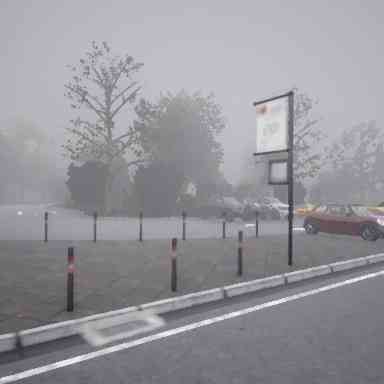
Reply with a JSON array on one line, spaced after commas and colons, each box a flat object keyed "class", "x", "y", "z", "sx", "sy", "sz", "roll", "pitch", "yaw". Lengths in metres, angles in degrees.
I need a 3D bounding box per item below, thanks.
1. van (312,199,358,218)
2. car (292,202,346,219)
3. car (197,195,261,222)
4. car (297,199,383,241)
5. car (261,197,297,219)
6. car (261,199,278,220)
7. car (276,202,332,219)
[{"class": "van", "x": 16.209, "y": 1.844, "z": 37.792, "sx": 1.878, "sy": 1.987, "sz": 4.442, "roll": 3, "pitch": -1, "yaw": -36}, {"class": "car", "x": 13.760, "y": 1.965, "z": 36.401, "sx": 1.946, "sy": 1.575, "sz": 5.366, "roll": 3, "pitch": -1, "yaw": -36}, {"class": "car", "x": 2.677, "y": 1.321, "z": 28.129, "sx": 2.435, "sy": 2.045, "sz": 5.566, "roll": 2, "pitch": -1, "yaw": -36}, {"class": "car", "x": 8.098, "y": 1.397, "z": 16.977, "sx": 2.185, "sy": 1.767, "sz": 4.553, "roll": 2, "pitch": -1, "yaw": -36}, {"class": "car", "x": 7.094, "y": 1.453, "z": 31.340, "sx": 2.435, "sy": 2.045, "sz": 5.566, "roll": 2, "pitch": -1, "yaw": -36}, {"class": "car", "x": 4.817, "y": 1.636, "z": 29.712, "sx": 2.231, "sy": 1.521, "sz": 4.892, "roll": 2, "pitch": -1, "yaw": -36}, {"class": "car", "x": 11.601, "y": 1.875, "z": 34.848, "sx": 1.946, "sy": 1.575, "sz": 5.366, "roll": 2, "pitch": -1, "yaw": -36}]
